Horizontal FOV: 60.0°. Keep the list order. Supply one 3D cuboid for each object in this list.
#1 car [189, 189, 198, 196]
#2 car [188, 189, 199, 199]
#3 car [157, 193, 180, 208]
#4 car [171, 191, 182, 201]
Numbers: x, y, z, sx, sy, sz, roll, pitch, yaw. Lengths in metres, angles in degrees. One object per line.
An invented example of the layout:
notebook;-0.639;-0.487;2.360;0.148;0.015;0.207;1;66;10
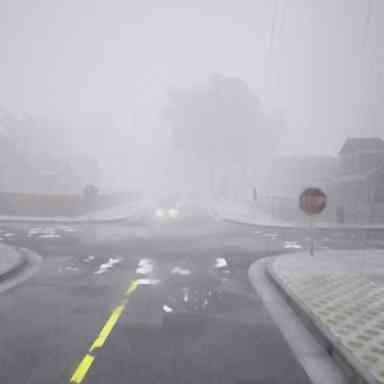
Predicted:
car;0.300;0.136;69.610;1.994;1.385;4.181;0;1;0
car;0.255;0.469;59.194;1.882;1.535;5.008;0;1;0
car;-2.687;1.066;36.434;1.895;1.301;4.718;0;1;0
car;-2.592;0.628;52.643;2.128;1.511;4.902;0;1;1
